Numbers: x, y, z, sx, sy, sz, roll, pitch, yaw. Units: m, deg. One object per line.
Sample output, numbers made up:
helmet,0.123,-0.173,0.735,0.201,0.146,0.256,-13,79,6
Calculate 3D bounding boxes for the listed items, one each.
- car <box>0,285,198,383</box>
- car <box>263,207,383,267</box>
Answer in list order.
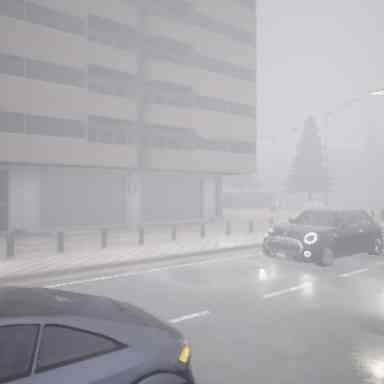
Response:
car,-1.990,1.565,2.556,4.181,1.385,1.994,0,0,-35
car,4.559,1.342,11.463,4.553,1.767,2.097,0,0,-35
